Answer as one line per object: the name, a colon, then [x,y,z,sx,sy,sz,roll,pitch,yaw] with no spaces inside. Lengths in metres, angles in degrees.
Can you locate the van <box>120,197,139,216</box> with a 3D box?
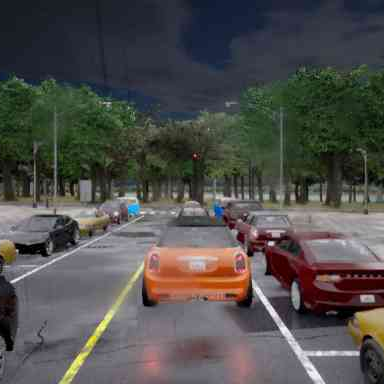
van: [-5.746,1.338,29.221,1.690,1.788,3.998,0,0,0]

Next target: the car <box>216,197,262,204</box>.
car: [2.772,1.312,18.340,2.192,1.841,5.009,0,0,0]

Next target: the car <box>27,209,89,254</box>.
car: [-5.756,1.563,12.908,1.947,1.339,4.313,0,0,0]

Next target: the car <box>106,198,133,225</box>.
car: [-5.749,1.437,23.783,1.967,1.590,4.097,0,0,0]

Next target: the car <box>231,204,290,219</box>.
car: [2.769,1.437,12.902,1.967,1.590,4.097,0,0,0]

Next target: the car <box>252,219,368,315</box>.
car: [2.766,1.543,7.465,1.887,1.381,4.507,0,0,0]

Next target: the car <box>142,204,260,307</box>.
car: [0.104,1.350,8.136,2.097,1.767,4.553,0,0,0]

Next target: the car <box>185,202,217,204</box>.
car: [0.109,1.489,17.350,2.128,1.511,4.902,0,0,0]

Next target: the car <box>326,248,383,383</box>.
car: [2.762,1.525,2.197,1.752,1.417,4.829,0,0,0]

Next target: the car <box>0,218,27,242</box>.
car: [-5.760,1.524,7.301,1.752,1.417,4.829,0,0,0]

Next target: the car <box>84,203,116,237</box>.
car: [-5.753,1.522,18.176,1.752,1.417,4.829,0,0,0]

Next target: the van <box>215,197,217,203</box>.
van: [2.776,1.338,23.777,1.690,1.788,3.998,0,0,0]

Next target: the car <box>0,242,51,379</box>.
car: [-3.099,1.491,2.244,2.128,1.511,4.902,0,0,0]

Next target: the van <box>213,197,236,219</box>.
van: [2.780,1.338,29.215,1.690,1.788,3.998,0,0,0]

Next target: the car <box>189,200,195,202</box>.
car: [0.015,1.453,27.295,1.801,1.575,5.366,0,0,1]
